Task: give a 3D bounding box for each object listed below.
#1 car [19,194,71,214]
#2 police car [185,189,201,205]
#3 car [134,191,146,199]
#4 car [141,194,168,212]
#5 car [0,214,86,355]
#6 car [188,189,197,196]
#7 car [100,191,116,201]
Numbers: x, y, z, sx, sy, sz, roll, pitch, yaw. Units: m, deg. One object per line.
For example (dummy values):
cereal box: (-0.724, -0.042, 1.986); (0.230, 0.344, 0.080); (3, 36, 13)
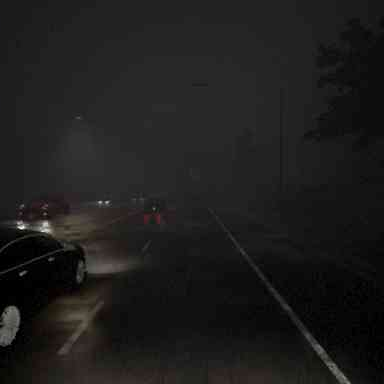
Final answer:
car: (-10.529, 0.967, 24.070); (2.097, 1.767, 4.553); (0, 1, 1)
police car: (0.158, 0.780, 44.504); (1.930, 1.638, 5.238); (0, 1, 0)
car: (-10.397, 0.484, 66.512); (1.837, 1.490, 4.892); (0, 1, 0)
car: (-3.352, 1.131, 31.659); (1.895, 1.301, 4.718); (0, 1, 0)
car: (-3.380, 1.409, 5.896); (1.837, 1.490, 4.892); (0, 1, 0)
car: (0.118, 0.045, 75.659); (2.128, 1.511, 4.902); (0, 1, 0)
car: (-13.919, 0.648, 55.261); (2.128, 1.511, 4.902); (0, 1, 0)
